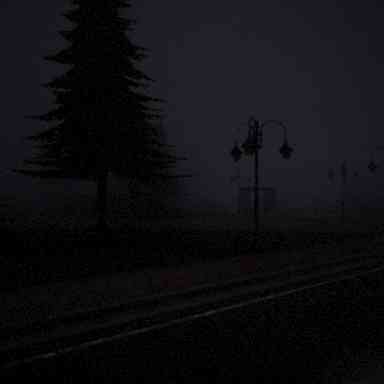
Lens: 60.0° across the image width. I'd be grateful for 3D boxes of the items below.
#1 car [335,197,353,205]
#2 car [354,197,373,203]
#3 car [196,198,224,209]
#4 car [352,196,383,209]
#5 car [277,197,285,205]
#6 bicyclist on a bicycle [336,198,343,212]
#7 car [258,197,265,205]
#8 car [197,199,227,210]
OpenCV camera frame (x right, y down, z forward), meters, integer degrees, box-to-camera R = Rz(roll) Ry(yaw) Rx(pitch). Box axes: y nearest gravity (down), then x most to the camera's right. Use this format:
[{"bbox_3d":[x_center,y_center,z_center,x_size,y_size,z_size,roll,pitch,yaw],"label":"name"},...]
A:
[{"bbox_3d":[29.622,1.765,64.671,1.845,1.501,3.633,0,0,-36],"label":"car"},{"bbox_3d":[43.379,1.963,83.975,1.970,1.475,3.806,0,0,-36],"label":"car"},{"bbox_3d":[2.827,1.767,52.013,1.812,1.442,4.674,0,0,-36],"label":"car"},{"bbox_3d":[26.242,1.746,48.757,1.970,1.475,3.806,0,0,-36],"label":"car"},{"bbox_3d":[15.522,1.693,64.038,2.152,1.636,5.027,0,0,-36],"label":"car"},{"bbox_3d":[17.271,1.571,38.781,1.656,1.620,0.582,0,0,-36],"label":"bicyclist on a bicycle"},{"bbox_3d":[12.999,1.680,62.174,2.007,1.523,4.514,0,0,-36],"label":"car"},{"bbox_3d":[2.748,1.694,46.047,1.882,1.535,5.008,0,0,-36],"label":"car"}]
